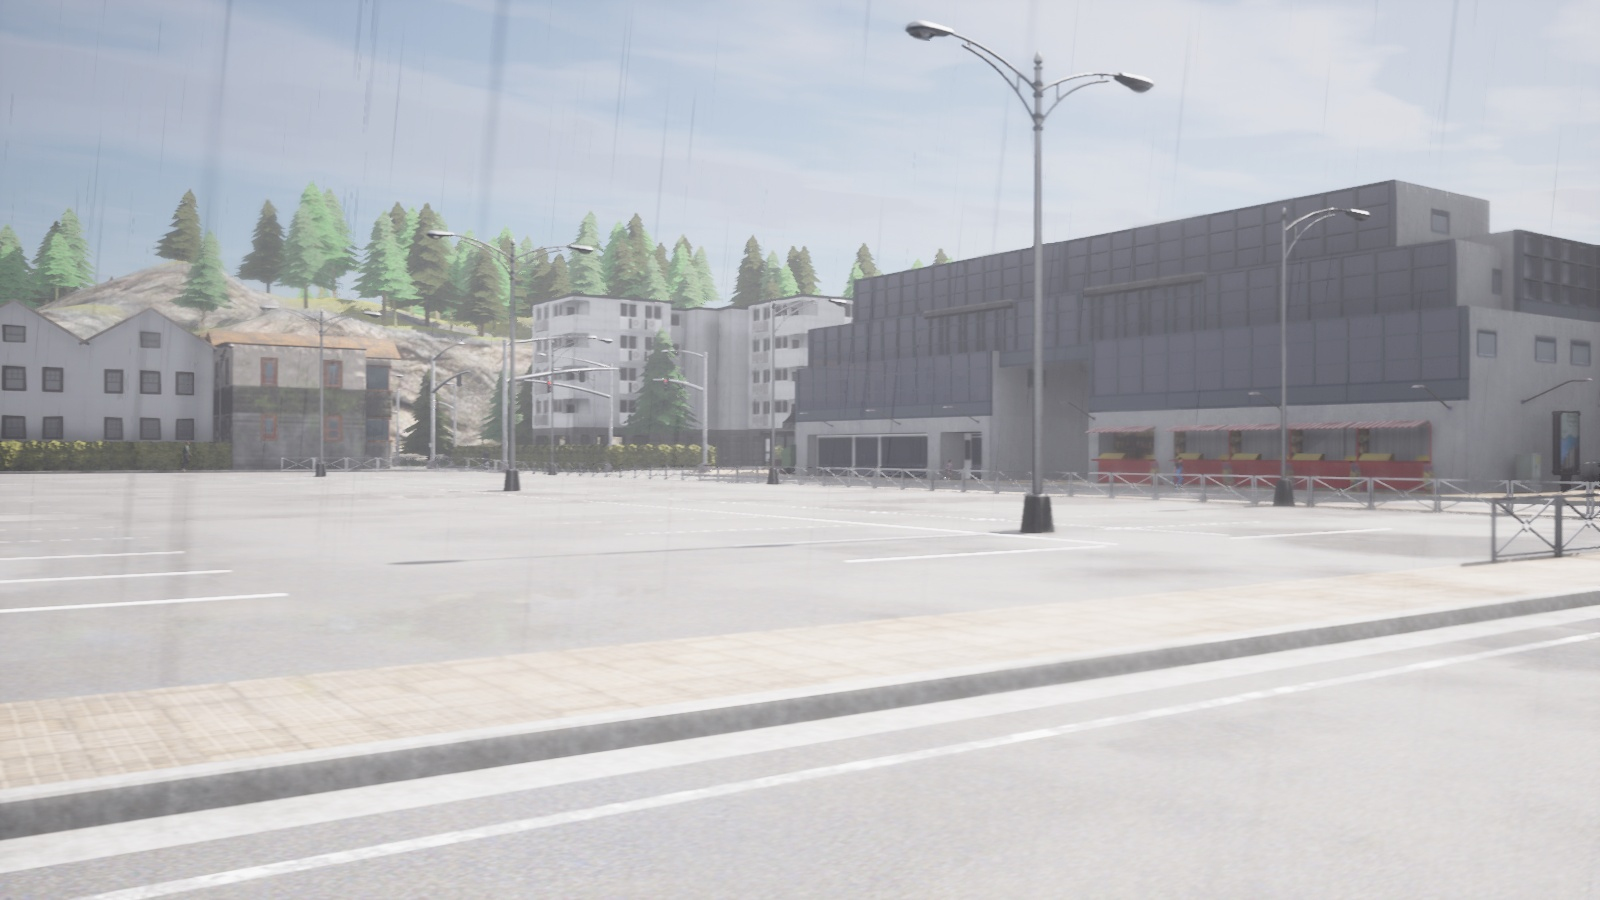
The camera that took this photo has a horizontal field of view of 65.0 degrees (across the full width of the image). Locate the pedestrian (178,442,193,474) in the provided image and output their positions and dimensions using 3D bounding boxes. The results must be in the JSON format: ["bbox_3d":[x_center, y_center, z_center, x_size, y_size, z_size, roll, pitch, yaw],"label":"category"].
[{"bbox_3d":[-37.058,0.474,75.704,0.788,1.949,0.423,0,0,-34],"label":"pedestrian"}]

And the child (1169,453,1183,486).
[{"bbox_3d":[14.597,0.759,48.696,0.270,1.263,0.437,0,0,-37],"label":"child"}]
